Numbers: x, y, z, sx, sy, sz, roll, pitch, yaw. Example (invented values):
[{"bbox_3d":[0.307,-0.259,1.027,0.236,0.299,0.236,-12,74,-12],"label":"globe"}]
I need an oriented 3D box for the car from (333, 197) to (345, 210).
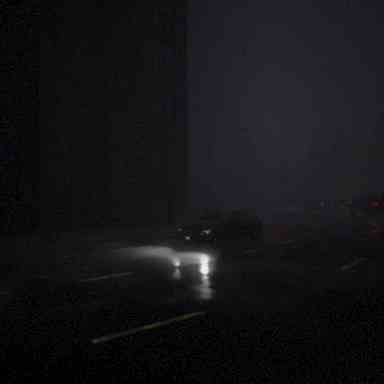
[{"bbox_3d":[17.830,1.319,39.911,1.837,1.490,4.892,0,1,-11],"label":"car"}]

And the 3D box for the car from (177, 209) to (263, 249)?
[{"bbox_3d":[1.401,1.477,14.523,1.812,1.442,4.674,0,0,42],"label":"car"}]

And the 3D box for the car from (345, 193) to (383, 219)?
[{"bbox_3d":[15.020,1.082,27.712,2.150,2.045,5.566,0,0,8],"label":"car"}]

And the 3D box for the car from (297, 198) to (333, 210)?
[{"bbox_3d":[14.415,1.390,39.962,1.994,1.385,4.181,0,0,-14],"label":"car"}]
